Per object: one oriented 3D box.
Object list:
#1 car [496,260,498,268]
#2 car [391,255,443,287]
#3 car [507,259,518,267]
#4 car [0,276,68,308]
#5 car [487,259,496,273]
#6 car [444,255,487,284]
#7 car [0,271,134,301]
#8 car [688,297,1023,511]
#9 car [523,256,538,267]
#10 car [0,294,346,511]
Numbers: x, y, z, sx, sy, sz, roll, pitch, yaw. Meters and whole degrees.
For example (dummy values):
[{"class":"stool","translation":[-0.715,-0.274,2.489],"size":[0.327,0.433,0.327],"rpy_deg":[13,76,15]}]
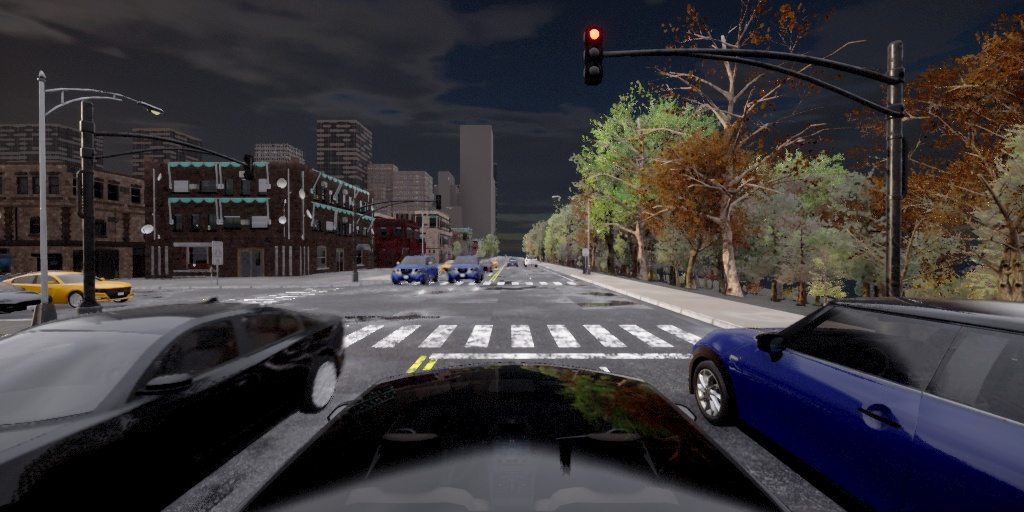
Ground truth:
[{"class":"car","translation":[-3.323,1.207,58.781],"size":[1.882,1.535,5.008],"rpy_deg":[0,0,0]},{"class":"car","translation":[-6.598,0.967,25.071],"size":[2.150,2.045,5.566],"rpy_deg":[0,0,0]},{"class":"car","translation":[0.102,1.252,64.506],"size":[1.812,1.442,4.674],"rpy_deg":[0,0,0]},{"class":"car","translation":[-19.946,1.565,13.307],"size":[4.313,1.339,1.948],"rpy_deg":[0,0,0]},{"class":"car","translation":[-3.346,1.089,42.155],"size":[2.097,1.767,4.553],"rpy_deg":[0,0,0]},{"class":"car","translation":[-3.347,0.965,26.949],"size":[2.150,2.045,5.566],"rpy_deg":[0,0,0]},{"class":"car","translation":[-20.009,1.450,16.003],"size":[5.008,1.535,1.882],"rpy_deg":[-1,1,-1]},{"class":"car","translation":[3.351,1.102,2.850],"size":[2.097,1.767,4.553],"rpy_deg":[0,0,0]},{"class":"car","translation":[3.355,0.948,63.657],"size":[2.150,2.045,5.566],"rpy_deg":[0,0,0]},{"class":"car","translation":[-3.349,1.227,3.191],"size":[1.882,1.535,5.008],"rpy_deg":[0,0,0]}]
